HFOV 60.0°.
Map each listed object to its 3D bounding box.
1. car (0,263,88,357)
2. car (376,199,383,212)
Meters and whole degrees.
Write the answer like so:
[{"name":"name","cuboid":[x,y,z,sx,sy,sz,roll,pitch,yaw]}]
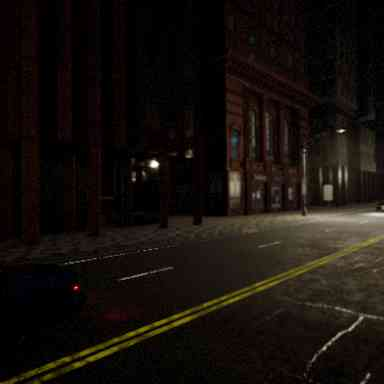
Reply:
[{"name":"car","cuboid":[-4.144,1.657,4.367,2.033,1.411,5.357,-1,-1,42]},{"name":"car","cuboid":[23.127,1.552,39.042,2.128,1.511,4.902,-1,-1,43]}]
